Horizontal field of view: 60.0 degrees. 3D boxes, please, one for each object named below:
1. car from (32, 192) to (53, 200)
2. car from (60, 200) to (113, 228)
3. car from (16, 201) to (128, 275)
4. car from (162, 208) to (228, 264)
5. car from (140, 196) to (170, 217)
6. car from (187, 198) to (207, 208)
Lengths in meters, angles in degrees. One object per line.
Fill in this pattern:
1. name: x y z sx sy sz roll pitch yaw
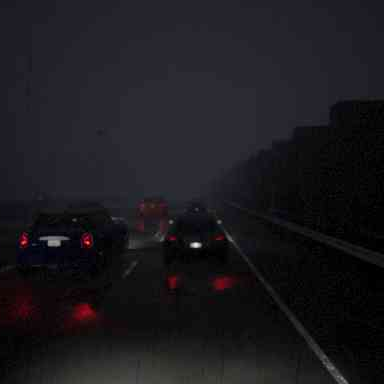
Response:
1. car: -23.776 0.807 53.068 1.837 1.490 4.892 0 0 0
2. car: -6.751 1.337 21.807 1.837 1.490 4.892 0 1 1
3. car: -3.388 1.271 10.319 2.097 1.767 4.553 0 0 0
4. car: 0.116 1.474 11.515 1.994 1.385 4.181 0 0 0
5. car: -3.099 1.129 28.631 2.097 1.767 4.553 0 0 1
6. car: 0.466 1.284 31.098 1.812 1.442 4.674 0 1 1
